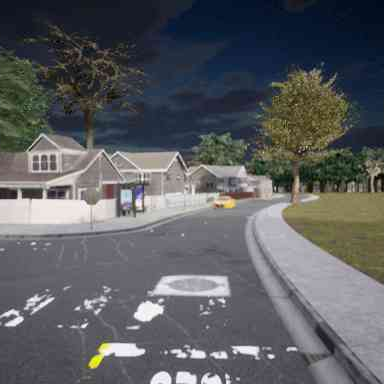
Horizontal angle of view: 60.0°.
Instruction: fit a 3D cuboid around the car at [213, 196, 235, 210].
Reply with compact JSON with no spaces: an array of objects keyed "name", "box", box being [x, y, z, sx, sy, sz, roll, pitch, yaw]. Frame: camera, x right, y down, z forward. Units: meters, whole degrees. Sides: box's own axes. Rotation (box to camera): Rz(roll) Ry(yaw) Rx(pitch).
[{"name":"car","box":[3.820,1.261,39.120,1.882,1.535,5.008,0,1,18]}]
